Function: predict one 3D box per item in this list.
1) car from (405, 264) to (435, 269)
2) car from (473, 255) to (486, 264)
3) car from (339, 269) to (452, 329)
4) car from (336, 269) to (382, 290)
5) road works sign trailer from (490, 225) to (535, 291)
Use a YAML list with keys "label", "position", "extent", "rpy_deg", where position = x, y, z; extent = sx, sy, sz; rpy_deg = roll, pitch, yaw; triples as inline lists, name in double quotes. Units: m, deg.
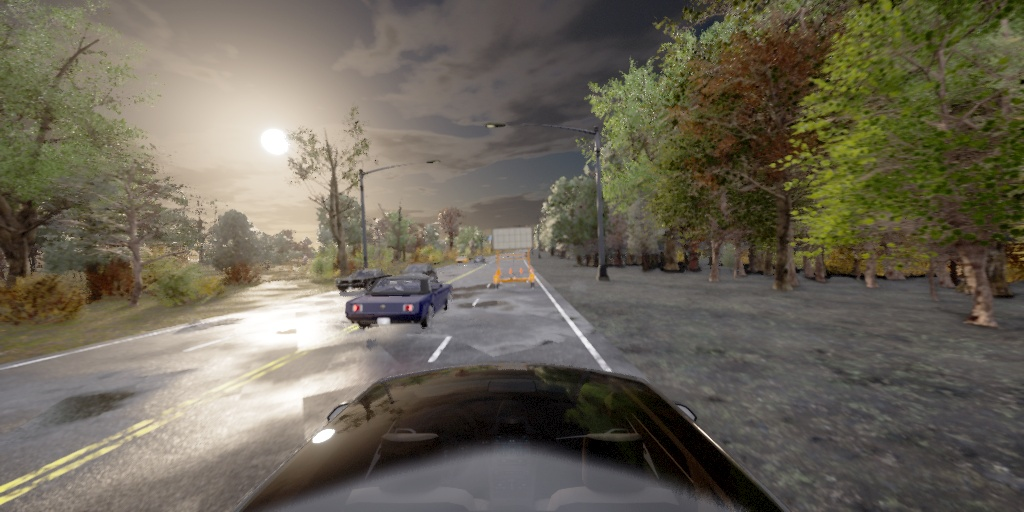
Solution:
- label: "car"
  position: [-6.452, 1.299, 24.752]
  extent: [2.128, 1.511, 4.902]
  rpy_deg: [-3, 1, 1]
- label: "car"
  position: [-5.833, 0.666, 64.617]
  extent: [2.128, 1.511, 4.902]
  rpy_deg: [-3, 1, 2]
- label: "car"
  position: [-3.053, 1.236, 10.783]
  extent: [1.895, 1.301, 4.718]
  rpy_deg: [0, 1, 0]
- label: "car"
  position: [-9.707, 1.568, 23.738]
  extent: [1.895, 1.301, 4.718]
  rpy_deg: [-3, 1, 1]
- label: "road works sign trailer"
  position: [0.159, 0.032, 20.870]
  extent: [2.380, 3.560, 2.880]
  rpy_deg: [0, 0, 1]
